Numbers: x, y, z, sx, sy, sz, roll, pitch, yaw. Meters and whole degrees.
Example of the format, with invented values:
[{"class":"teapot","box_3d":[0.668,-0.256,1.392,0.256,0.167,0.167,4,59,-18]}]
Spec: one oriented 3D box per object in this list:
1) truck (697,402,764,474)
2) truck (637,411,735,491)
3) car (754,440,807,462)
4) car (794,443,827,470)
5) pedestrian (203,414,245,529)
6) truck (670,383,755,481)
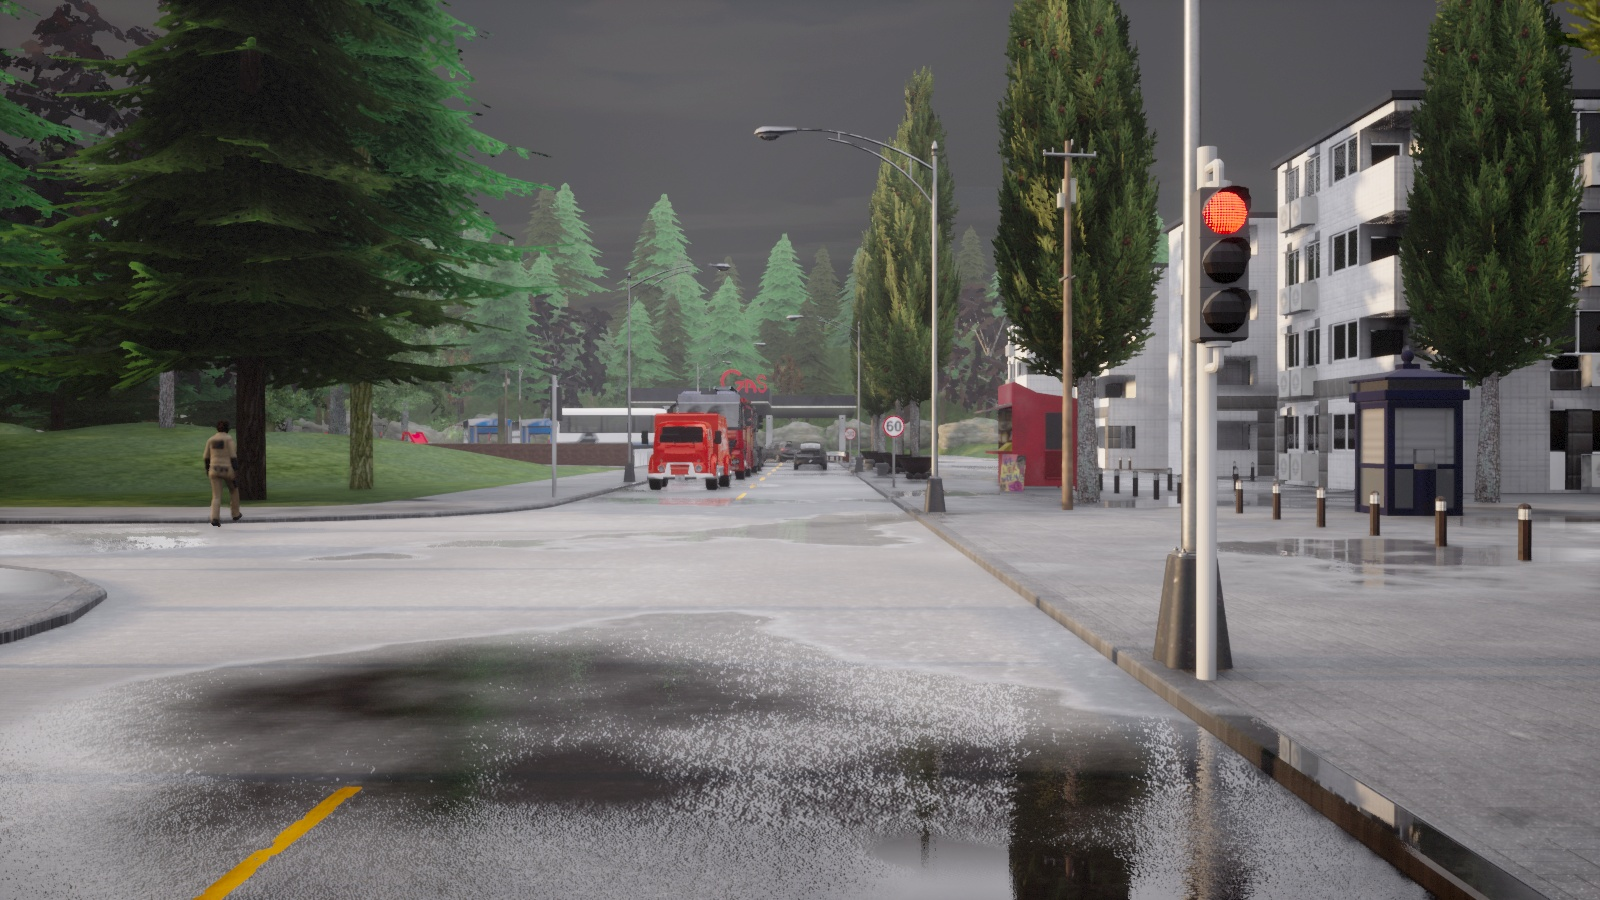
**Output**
[{"class":"truck","box_3d":[-3.469,-0.603,64.590,2.891,3.462,7.936,0,0,1]},{"class":"truck","box_3d":[-3.652,0.024,41.332,2.627,2.467,5.204,0,0,1]},{"class":"car","box_3d":[-1.521,0.037,98.213,2.242,1.667,4.611,0,0,-29]},{"class":"car","box_3d":[0.593,0.348,71.438,1.837,1.490,4.892,0,0,1]},{"class":"pedestrian","box_3d":[-9.759,0.355,21.299,0.396,1.930,0.692,0,0,0]},{"class":"truck","box_3d":[-3.575,-0.721,53.228,2.891,3.827,8.468,0,0,1]}]
